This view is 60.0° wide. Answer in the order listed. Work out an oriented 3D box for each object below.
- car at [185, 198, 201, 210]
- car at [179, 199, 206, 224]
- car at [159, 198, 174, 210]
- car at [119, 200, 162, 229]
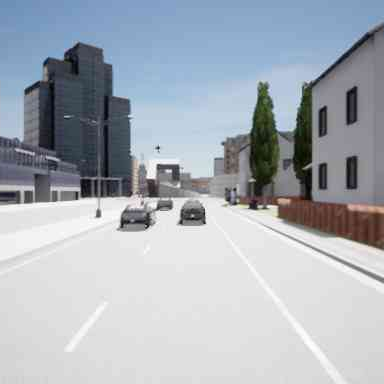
[{"bbox_3d":[0.089,1.561,43.469,1.994,1.385,4.181,0,0,0],"label":"car"},{"bbox_3d":[0.070,1.476,25.132,1.882,1.535,5.008,0,0,0],"label":"car"},{"bbox_3d":[-3.411,1.489,43.015,2.128,1.511,4.902,0,0,0],"label":"car"},{"bbox_3d":[-3.449,1.490,21.848,2.128,1.511,4.902,0,0,0],"label":"car"}]
